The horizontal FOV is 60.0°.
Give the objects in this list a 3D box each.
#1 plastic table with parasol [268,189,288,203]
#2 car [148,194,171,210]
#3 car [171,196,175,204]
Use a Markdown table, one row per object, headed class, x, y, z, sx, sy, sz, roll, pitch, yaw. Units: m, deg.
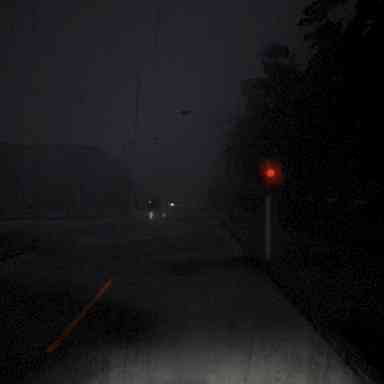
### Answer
| class | x | y | z | sx | sy | sz | roll | pitch | yaw |
| --- | --- | --- | --- | --- | --- | --- | --- | --- | --- |
| plastic table with parasol | 15.293 | 0.721 | 59.315 | 2.482 | 2.480 | 2.482 | -1 | 1 | -40 |
| car | -4.081 | 1.200 | 40.359 | 2.097 | 1.767 | 4.553 | 0 | 0 | 0 |
| car | -4.047 | 1.347 | 57.285 | 1.994 | 1.385 | 4.181 | 0 | 0 | 0 |
